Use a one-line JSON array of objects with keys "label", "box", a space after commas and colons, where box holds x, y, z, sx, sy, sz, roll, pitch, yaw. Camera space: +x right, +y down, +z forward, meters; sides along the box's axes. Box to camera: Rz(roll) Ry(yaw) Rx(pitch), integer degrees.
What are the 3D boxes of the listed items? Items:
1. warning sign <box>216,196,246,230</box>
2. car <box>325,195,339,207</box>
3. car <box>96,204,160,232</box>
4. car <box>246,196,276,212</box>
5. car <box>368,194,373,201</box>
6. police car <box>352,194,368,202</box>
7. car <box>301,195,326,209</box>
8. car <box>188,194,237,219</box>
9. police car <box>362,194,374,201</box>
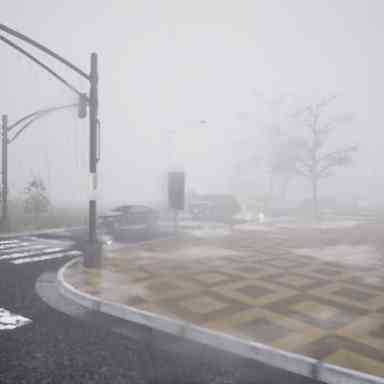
[{"label": "warning sign", "box": [2.229, 1.146, 18.873, 1.300, 1.860, 1.060, 1, 0, 34]}, {"label": "car", "box": [20.988, 1.281, 50.987, 2.097, 1.767, 4.553, 1, 1, 34]}, {"label": "car", "box": [-3.906, 1.481, 20.237, 1.812, 1.442, 4.674, 1, 1, 36]}, {"label": "car", "box": [7.753, 1.273, 37.172, 2.097, 1.767, 4.553, 1, 1, 35]}, {"label": "car", "box": [40.358, 1.383, 77.603, 1.837, 1.490, 4.892, 1, 1, 34]}, {"label": "police car", "box": [34.760, 1.322, 69.450, 1.930, 1.638, 5.238, 1, 1, 34]}, {"label": "car", "box": [15.428, 1.473, 42.814, 1.812, 1.442, 4.674, 1, 1, 35]}, {"label": "car", "box": [1.938, 1.161, 28.719, 2.150, 2.045, 5.566, 1, 0, 35]}, {"label": "police car", "box": [43.819, 1.291, 82.639, 1.930, 1.638, 5.238, 1, 1, 34]}]
